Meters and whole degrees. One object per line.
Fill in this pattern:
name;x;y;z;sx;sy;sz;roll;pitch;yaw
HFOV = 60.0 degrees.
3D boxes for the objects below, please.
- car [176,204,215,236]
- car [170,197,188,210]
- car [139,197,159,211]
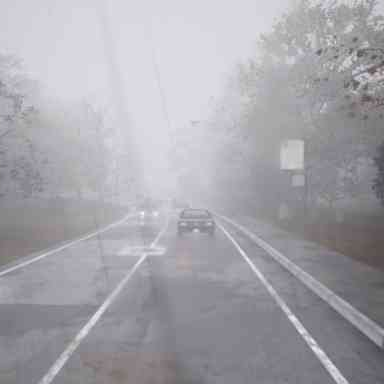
car;0.172;1.567;18.255;1.895;1.301;4.718;0;0;-1
car;-1.555;1.348;39.623;2.033;1.411;5.357;-1;2;-9
car;-4.987;1.363;38.685;1.837;1.490;4.892;-1;1;-9
